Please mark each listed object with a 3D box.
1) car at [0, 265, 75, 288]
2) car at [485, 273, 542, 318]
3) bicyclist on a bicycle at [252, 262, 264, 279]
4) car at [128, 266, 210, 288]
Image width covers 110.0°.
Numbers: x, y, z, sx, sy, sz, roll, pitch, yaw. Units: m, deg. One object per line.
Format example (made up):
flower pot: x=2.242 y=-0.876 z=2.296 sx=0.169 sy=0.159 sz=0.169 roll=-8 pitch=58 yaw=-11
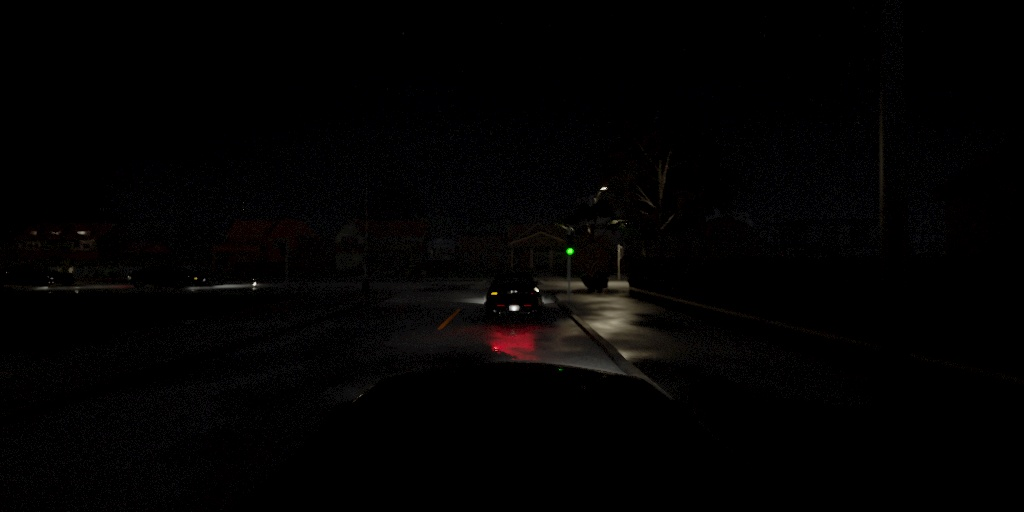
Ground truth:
car: x=-34.600 y=1.449 z=25.771 sx=5.008 sy=1.535 sz=1.882 roll=0 pitch=-1 yaw=0
car: x=0.062 y=1.363 z=13.439 sx=1.837 sy=1.490 sz=4.892 roll=0 pitch=0 yaw=0
bicyclist on a bicycle: x=-24.192 y=1.398 z=34.184 sx=0.582 sy=1.620 sz=1.656 roll=0 pitch=0 yaw=0
car: x=-24.569 y=1.477 z=25.783 sx=4.892 sy=1.490 sz=1.837 roll=0 pitch=-1 yaw=0
